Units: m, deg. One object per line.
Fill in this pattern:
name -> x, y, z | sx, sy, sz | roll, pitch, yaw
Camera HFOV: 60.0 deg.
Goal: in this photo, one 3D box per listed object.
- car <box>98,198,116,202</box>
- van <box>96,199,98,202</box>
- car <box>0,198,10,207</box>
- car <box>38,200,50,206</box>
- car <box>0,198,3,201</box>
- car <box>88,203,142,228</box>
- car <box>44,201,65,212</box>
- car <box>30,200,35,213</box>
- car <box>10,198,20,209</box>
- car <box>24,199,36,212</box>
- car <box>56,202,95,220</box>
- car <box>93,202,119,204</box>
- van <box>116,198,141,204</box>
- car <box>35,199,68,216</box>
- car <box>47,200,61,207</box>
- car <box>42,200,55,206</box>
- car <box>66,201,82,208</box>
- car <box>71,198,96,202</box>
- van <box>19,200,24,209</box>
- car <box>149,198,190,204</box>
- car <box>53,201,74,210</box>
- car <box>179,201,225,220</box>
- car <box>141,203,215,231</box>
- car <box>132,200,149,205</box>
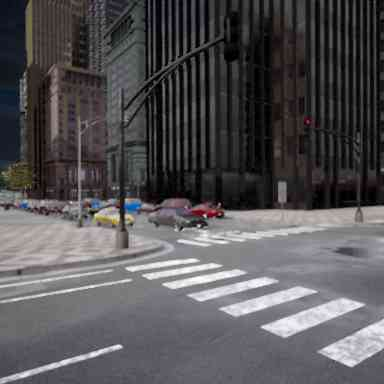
car -> -10.711, 1.799, 46.372 | 2.192, 1.841, 5.009 | -2, 0, -35
van -> -16.585, 1.962, 54.679 | 1.690, 1.788, 3.998 | -2, 0, -35
car -> -40.782, 2.627, 74.015 | 1.887, 1.381, 4.507 | -1, 0, -35
car -> -37.240, 2.634, 83.761 | 2.008, 1.369, 4.403 | -1, 0, -35
car -> -43.891, 2.731, 78.402 | 1.802, 1.307, 4.206 | -1, 0, -35
car -> -5.821, 1.803, 24.696 | 1.752, 1.417, 4.829 | -2, 0, -35
car -> -21.302, 2.148, 51.320 | 1.882, 1.535, 5.008 | -1, -1, -35
car -> -20.047, 2.156, 44.765 | 1.887, 1.381, 4.507 | -2, 0, -35
car -> -31.455, 2.314, 60.853 | 1.967, 1.590, 4.097 | -1, 0, -35
car -> -22.875, 2.117, 48.750 | 1.967, 1.590, 4.097 | -2, 0, -35
car -> -11.570, 1.964, 32.807 | 2.008, 1.369, 4.403 | -2, 0, -35
car -> -8.999, 1.982, 33.804 | 1.895, 1.301, 4.718 | -1, 0, -35
van -> -7.774, 1.757, 42.218 | 1.690, 1.788, 3.998 | -2, 0, -35
car -> -17.227, 1.861, 40.778 | 2.192, 1.841, 5.009 | -2, 0, -35
car -> -31.223, 2.519, 75.272 | 1.947, 1.339, 4.313 | -1, 0, -35
car -> -34.232, 2.585, 79.517 | 1.947, 1.339, 4.313 | -1, 0, -35
car -> -22.197, 2.331, 62.540 | 1.802, 1.307, 4.206 | -2, 0, -35
car -> -16.525, 2.068, 49.863 | 1.882, 1.535, 5.008 | -1, 0, -35
van -> -25.703, 2.083, 52.736 | 1.690, 1.788, 3.998 | -2, 0, -35
car -> -1.900, 1.592, 33.911 | 2.192, 1.841, 5.009 | -2, 0, -35
car -> -22.561, 2.277, 58.292 | 2.033, 1.411, 5.357 | -1, 0, -35
car -> 1.043, 1.753, 29.758 | 1.887, 1.381, 4.507 | -2, 0, -35
car -> -1.116, 1.743, 22.678 | 2.033, 1.411, 5.357 | -1, 0, -35
car -> -4.830, 1.928, 38.065 | 1.802, 1.307, 4.206 | -2, 0, -35
